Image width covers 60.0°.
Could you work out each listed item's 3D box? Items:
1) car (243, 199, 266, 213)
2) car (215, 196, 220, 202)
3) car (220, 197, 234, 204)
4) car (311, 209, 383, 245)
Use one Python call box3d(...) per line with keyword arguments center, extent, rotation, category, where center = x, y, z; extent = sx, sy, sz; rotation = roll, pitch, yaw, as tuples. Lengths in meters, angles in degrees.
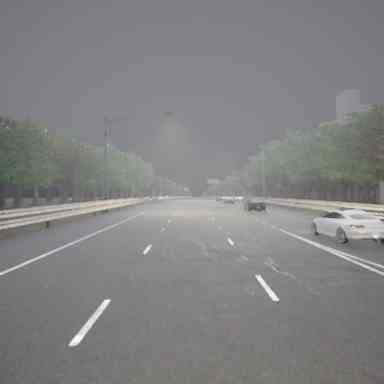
box3d(center=(7.030, 1.493, 37.576), extent=(1.882, 1.535, 5.008), rotation=(0, 0, 0), category="car")
box3d(center=(7.291, 1.943, 90.243), extent=(1.812, 1.442, 4.674), rotation=(0, -1, 0), category="car")
box3d(center=(7.128, 1.738, 65.287), extent=(1.895, 1.301, 4.718), rotation=(0, 0, 0), category="car")
box3d(center=(7.208, 1.535, 15.548), extent=(1.812, 1.442, 4.674), rotation=(0, 0, -3), category="car")
